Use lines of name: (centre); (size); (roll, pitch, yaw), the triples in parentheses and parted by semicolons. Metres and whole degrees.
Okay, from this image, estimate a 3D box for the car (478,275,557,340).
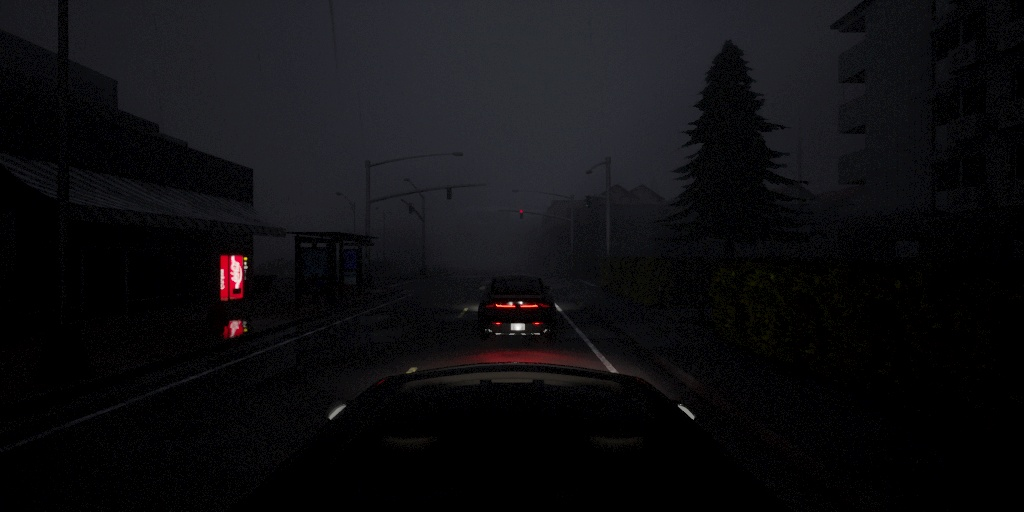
car: (0.118, 1.255, 10.022); (1.837, 1.490, 4.892); (0, 0, 0)
